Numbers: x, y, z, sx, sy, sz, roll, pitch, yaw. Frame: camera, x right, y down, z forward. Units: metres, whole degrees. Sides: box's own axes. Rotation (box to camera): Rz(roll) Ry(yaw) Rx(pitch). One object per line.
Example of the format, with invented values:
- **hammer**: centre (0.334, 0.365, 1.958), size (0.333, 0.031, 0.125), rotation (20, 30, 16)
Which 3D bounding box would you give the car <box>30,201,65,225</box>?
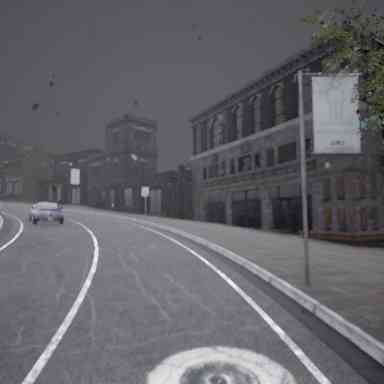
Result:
- **car**: centre (-9.932, 1.382, 22.681), size (1.812, 1.442, 4.674), rotation (2, 0, -30)
